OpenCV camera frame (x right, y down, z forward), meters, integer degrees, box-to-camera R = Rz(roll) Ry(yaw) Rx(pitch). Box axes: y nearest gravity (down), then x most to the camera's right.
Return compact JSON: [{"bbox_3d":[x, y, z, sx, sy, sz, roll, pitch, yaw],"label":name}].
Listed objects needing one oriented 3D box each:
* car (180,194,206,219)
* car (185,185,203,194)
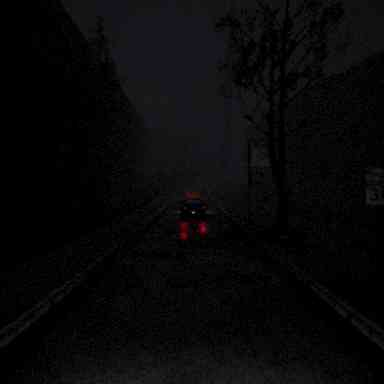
[{"bbox_3d":[0.089,1.142,25.061,1.812,1.442,4.674,0,2,0],"label":"car"},{"bbox_3d":[0.102,0.337,42.493,1.882,1.535,5.008,0,3,0],"label":"car"}]
